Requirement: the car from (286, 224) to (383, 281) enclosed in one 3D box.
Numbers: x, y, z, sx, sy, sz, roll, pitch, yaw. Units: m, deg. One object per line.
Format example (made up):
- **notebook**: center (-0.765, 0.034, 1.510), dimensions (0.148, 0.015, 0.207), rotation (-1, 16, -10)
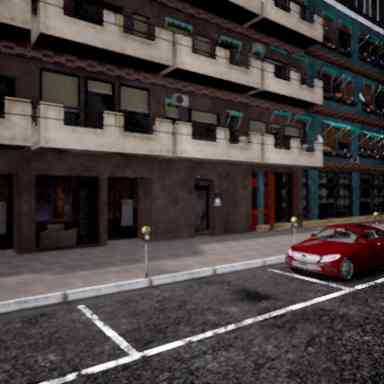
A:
- **car**: center (4.592, 1.617, 9.839), dimensions (4.206, 1.307, 1.802), rotation (0, 0, -35)
